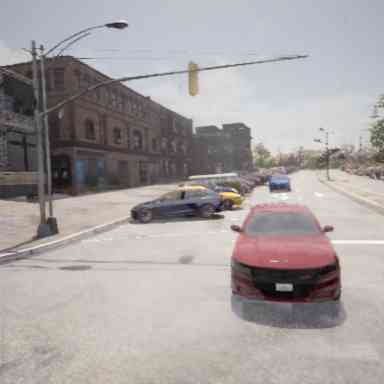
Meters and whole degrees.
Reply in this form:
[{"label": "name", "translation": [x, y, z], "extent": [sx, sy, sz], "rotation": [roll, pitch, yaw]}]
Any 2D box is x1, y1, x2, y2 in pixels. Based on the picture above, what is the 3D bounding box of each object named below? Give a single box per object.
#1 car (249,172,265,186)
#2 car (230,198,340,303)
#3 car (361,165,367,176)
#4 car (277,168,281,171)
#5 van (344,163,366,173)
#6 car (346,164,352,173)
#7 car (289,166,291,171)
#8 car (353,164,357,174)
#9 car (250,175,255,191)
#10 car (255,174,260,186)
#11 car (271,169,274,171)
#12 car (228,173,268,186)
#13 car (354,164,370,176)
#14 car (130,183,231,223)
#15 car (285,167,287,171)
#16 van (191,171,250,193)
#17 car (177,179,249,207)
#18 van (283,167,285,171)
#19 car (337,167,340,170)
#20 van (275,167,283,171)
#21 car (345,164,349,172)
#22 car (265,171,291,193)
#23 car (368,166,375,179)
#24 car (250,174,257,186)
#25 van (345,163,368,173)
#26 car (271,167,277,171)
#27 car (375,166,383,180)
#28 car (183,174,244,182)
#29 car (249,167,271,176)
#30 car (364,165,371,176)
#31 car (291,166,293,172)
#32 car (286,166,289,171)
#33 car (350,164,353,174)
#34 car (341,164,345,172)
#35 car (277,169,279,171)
[{"label": "car", "translation": [5.912, -1.236, 40.128], "extent": [4.674, 1.452, 2.002], "rotation": [-4, 4, -3]}, {"label": "car", "translation": [2.012, 1.043, 7.600], "extent": [1.882, 1.535, 5.008], "rotation": [-1, 4, 14]}, {"label": "car", "translation": [27.552, -2.805, 47.735], "extent": [4.792, 1.488, 2.163], "rotation": [-2, 4, -1]}, {"label": "car", "translation": [13.511, -3.157, 62.992], "extent": [5.008, 1.535, 2.097], "rotation": [-4, 3, 0]}, {"label": "van", "translation": [38.381, -5.635, 78.379], "extent": [4.442, 1.987, 1.878], "rotation": [-2, 4, 0]}, {"label": "car", "translation": [32.208, -3.998, 61.678], "extent": [5.366, 1.575, 1.946], "rotation": [-2, 4, 0]}, {"label": "car", "translation": [21.712, -5.305, 85.510], "extent": [5.566, 2.045, 2.435], "rotation": [-4, 4, 0]}, {"label": "car", "translation": [30.367, -3.657, 56.101], "extent": [4.553, 1.767, 2.185], "rotation": [-2, 4, 0]}, {"label": "car", "translation": [2.502, -0.345, 28.573], "extent": [4.892, 1.521, 2.231], "rotation": [-4, 3, -4]}, {"label": "car", "translation": [4.174, -0.770, 34.365], "extent": [4.674, 1.452, 2.002], "rotation": [-4, 3, -4]}, {"label": "car", "translation": [9.586, -2.213, 51.600], "extent": [5.008, 1.535, 2.097], "rotation": [-4, 4, -2]}, {"label": "car", "translation": [7.705, -1.743, 45.882], "extent": [5.008, 1.535, 2.097], "rotation": [-4, 3, -2]}, {"label": "car", "translation": [29.418, -3.299, 53.322], "extent": [5.008, 1.535, 2.097], "rotation": [-2, 4, 0]}, {"label": "car", "translation": [-0.774, 0.613, 17.027], "extent": [4.792, 1.488, 2.163], "rotation": [-4, 4, -6]}, {"label": "car", "translation": [18.652, -4.344, 77.097], "extent": [5.008, 1.535, 2.097], "rotation": [-4, 3, 0]}, {"label": "van", "translation": [1.803, -0.348, 25.668], "extent": [4.442, 1.987, 1.878], "rotation": [-4, 3, -5]}, {"label": "car", "translation": [0.327, 0.330, 19.869], "extent": [5.366, 1.575, 1.946], "rotation": [-4, 3, -5]}, {"label": "van", "translation": [17.722, -4.339, 74.271], "extent": [4.442, 1.987, 1.878], "rotation": [-4, 3, 0]}, {"label": "car", "translation": [40.569, -6.137, 83.954], "extent": [5.566, 2.045, 2.435], "rotation": [-2, 4, 0]}, {"label": "van", "translation": [15.661, -3.864, 68.630], "extent": [4.442, 1.987, 1.878], "rotation": [-4, 3, 0]}, {"label": "car", "translation": [33.422, -4.489, 64.454], "extent": [5.566, 2.045, 2.435], "rotation": [-2, 4, 0]}, {"label": "car", "translation": [8.386, -0.898, 31.838], "extent": [1.882, 1.535, 5.008], "rotation": [-2, 4, 16]}, {"label": "car", "translation": [25.668, -2.369, 42.119], "extent": [5.008, 1.535, 2.097], "rotation": [-2, 4, -2]}, {"label": "car", "translation": [3.339, -0.538, 31.467], "extent": [4.674, 1.452, 2.002], "rotation": [-4, 4, -4]}, {"label": "van", "translation": [37.360, -5.400, 75.591], "extent": [4.442, 1.987, 1.878], "rotation": [-2, 4, 0]}, {"label": "car", "translation": [11.538, -2.811, 57.294], "extent": [4.553, 1.767, 2.185], "rotation": [-4, 4, -1]}, {"label": "car", "translation": [24.806, -2.263, 39.291], "extent": [4.553, 1.767, 2.185], "rotation": [-2, 4, -2]}, {"label": "car", "translation": [0.874, -0.008, 22.754], "extent": [4.553, 1.767, 2.185], "rotation": [-4, 3, -5]}, {"label": "car", "translation": [6.812, -1.762, 42.998], "extent": [5.566, 2.045, 2.435], "rotation": [-4, 3, -3]}, {"label": "car", "translation": [26.557, -2.569, 44.920], "extent": [4.792, 1.488, 2.163], "rotation": [-2, 4, -1]}, {"label": "car", "translation": [23.835, -5.784, 91.145], "extent": [5.566, 2.045, 2.435], "rotation": [-4, 3, 0]}, {"label": "car", "translation": [19.645, -4.830, 79.888], "extent": [5.566, 2.045, 2.435], "rotation": [-4, 4, 0]}, {"label": "car", "translation": [31.387, -3.766, 58.900], "extent": [4.892, 1.521, 2.231], "rotation": [-2, 4, 0]}, {"label": "car", "translation": [36.277, -4.939, 72.824], "extent": [5.366, 1.575, 1.946], "rotation": [-2, 4, 0]}, {"label": "car", "translation": [12.527, -2.920, 60.148], "extent": [4.892, 1.521, 2.231], "rotation": [-4, 4, -1]}]
